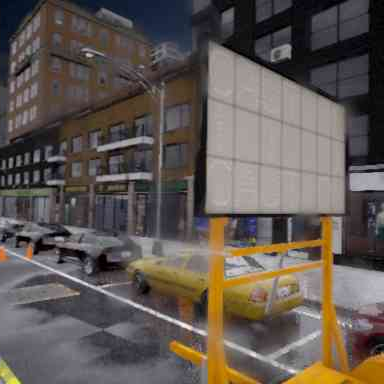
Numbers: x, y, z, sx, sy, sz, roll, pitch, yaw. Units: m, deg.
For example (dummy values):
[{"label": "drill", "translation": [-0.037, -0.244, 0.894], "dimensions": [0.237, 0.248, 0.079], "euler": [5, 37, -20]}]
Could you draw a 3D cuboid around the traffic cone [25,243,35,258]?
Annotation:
[{"label": "traffic cone", "translation": [-6.783, 2.446, 13.918], "dimensions": [0.340, 0.580, 0.340], "euler": [3, -3, -42]}]

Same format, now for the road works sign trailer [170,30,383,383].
[{"label": "road works sign trailer", "translation": [0.747, 0.636, 3.252], "dimensions": [2.380, 3.560, 2.880], "euler": [3, -3, -42]}]

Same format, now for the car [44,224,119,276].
[{"label": "car", "translation": [-3.481, 2.039, 12.014], "dimensions": [1.947, 1.339, 4.313], "euler": [3, -3, -42]}]

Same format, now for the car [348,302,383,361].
[{"label": "car", "translation": [4.061, 1.843, 3.774], "dimensions": [1.802, 1.307, 4.206], "euler": [3, -3, -42]}]

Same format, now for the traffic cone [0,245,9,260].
[{"label": "traffic cone", "translation": [-7.521, 2.402, 13.244], "dimensions": [0.340, 0.580, 0.340], "euler": [3, -3, -42]}]

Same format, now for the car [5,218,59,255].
[{"label": "car", "translation": [-7.252, 2.144, 16.134], "dimensions": [1.947, 1.339, 4.313], "euler": [3, -3, -42]}]

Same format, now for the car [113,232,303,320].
[{"label": "car", "translation": [0.176, 1.896, 8.021], "dimensions": [1.752, 1.417, 4.829], "euler": [3, -3, -42]}]

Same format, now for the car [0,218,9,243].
[{"label": "car", "translation": [-11.022, 2.234, 20.254], "dimensions": [2.008, 1.369, 4.403], "euler": [3, -3, -42]}]
